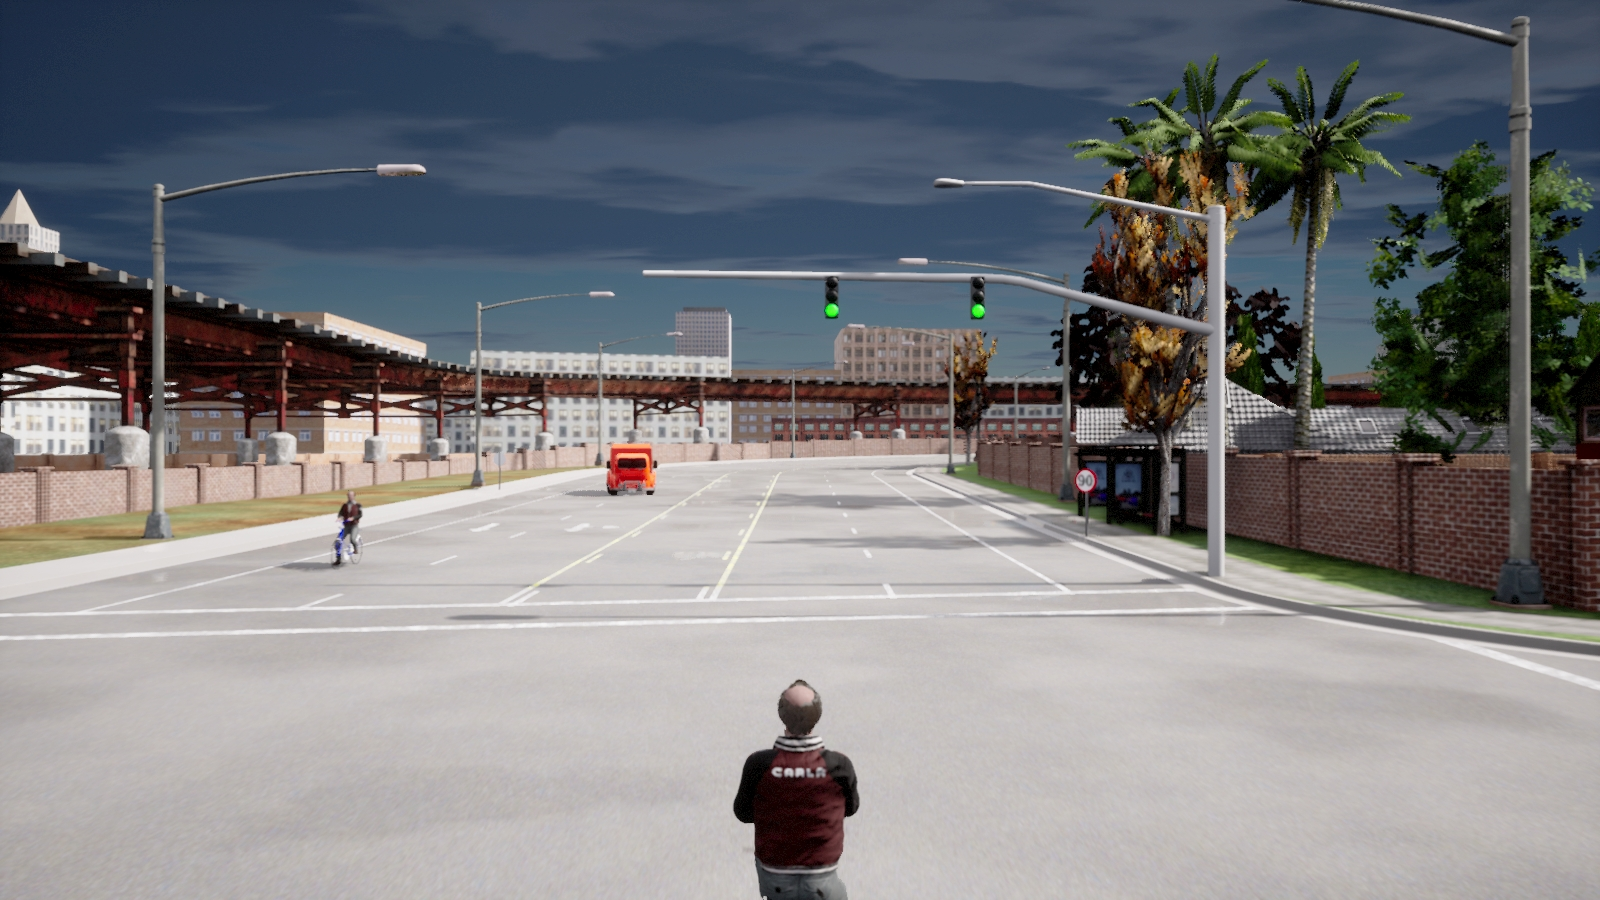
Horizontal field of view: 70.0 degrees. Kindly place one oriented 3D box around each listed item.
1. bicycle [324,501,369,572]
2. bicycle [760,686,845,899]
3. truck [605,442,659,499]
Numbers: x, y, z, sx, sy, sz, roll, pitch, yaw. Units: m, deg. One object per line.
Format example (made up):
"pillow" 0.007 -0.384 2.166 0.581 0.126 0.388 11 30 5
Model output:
"bicycle" -10.483 1.969 26.464 0.329 1.496 1.835 0 0 0
"bicycle" 0.012 2.043 5.341 0.329 1.496 1.835 0 0 0
"truck" -8.663 0.983 58.738 2.627 2.467 5.204 0 4 -9
